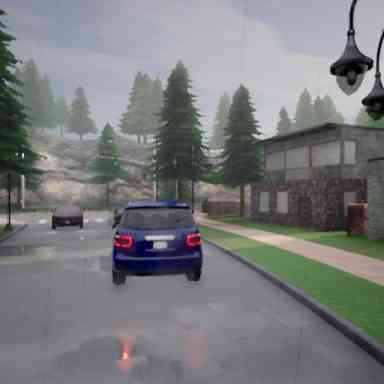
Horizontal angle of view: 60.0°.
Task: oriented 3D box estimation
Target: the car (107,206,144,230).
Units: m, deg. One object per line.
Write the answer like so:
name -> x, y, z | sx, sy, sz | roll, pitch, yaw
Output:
car -> -4.693, 1.705, 22.848 | 1.895, 1.301, 4.718 | 0, 0, -19

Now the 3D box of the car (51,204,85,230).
car -> -8.304, 1.582, 22.382 | 1.882, 1.535, 5.008 | 0, -1, -19

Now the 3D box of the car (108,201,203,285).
car -> -1.128, 1.265, 9.840 | 2.150, 2.045, 5.566 | 0, 0, -9
